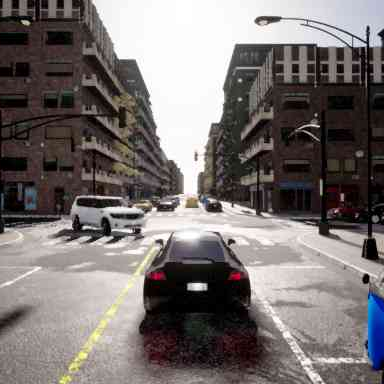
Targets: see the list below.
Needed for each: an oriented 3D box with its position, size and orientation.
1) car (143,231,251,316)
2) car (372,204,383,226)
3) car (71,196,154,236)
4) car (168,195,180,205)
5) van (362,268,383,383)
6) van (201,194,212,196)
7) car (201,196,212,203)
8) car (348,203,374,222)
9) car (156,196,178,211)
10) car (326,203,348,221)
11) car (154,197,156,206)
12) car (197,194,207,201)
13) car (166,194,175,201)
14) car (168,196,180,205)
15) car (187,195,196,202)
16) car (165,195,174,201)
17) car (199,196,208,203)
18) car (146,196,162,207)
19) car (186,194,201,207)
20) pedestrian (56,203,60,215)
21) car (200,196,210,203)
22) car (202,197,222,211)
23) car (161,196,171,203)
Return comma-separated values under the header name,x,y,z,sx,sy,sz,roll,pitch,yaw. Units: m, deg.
name,x,y,z,sx,sy,sz,roll,pitch,yaw
car,0.087,1.566,7.610,1.994,1.385,4.181,0,0,0
car,13.502,1.584,19.778,4.313,1.339,1.947,0,-1,1
car,-4.846,1.232,18.821,2.150,2.045,5.566,2,-1,-44
car,-3.186,1.498,49.651,1.882,1.535,5.008,0,0,0
van,2.670,1.342,2.008,1.690,1.788,3.998,1,0,0
van,2.604,1.365,56.882,1.690,1.788,3.998,1,0,0
car,2.620,1.569,45.598,2.008,1.369,4.403,1,0,0
car,15.063,1.636,25.552,4.892,1.490,1.837,0,-1,0
car,-3.173,1.580,40.934,1.994,1.385,4.181,0,0,0
car,13.591,1.609,28.160,4.097,1.590,1.967,0,-1,1
car,-5.748,1.541,39.769,1.752,1.417,4.829,1,0,0
car,2.553,1.355,85.095,2.192,1.841,5.009,1,0,0
car,-5.839,1.484,90.724,1.967,1.590,4.097,1,0,0
car,-3.178,1.503,60.028,1.882,1.535,5.008,0,0,0
car,-0.146,1.562,80.485,2.128,1.511,4.902,0,0,0
car,-5.831,1.591,85.080,2.008,1.369,4.403,1,0,0
car,2.569,1.615,73.810,1.802,1.307,4.206,1,0,0
car,-5.768,1.461,51.225,1.967,1.590,4.097,1,0,0
car,0.004,1.499,53.274,1.882,1.535,5.008,0,0,0
pedestrian,-12.596,1.598,31.362,0.500,1.100,0.500,0,-1,1
car,2.580,1.555,68.338,1.752,1.417,4.829,1,0,0
car,2.631,1.581,39.955,1.947,1.339,4.313,1,0,0
car,-5.810,1.578,73.795,1.887,1.381,4.507,1,0,0
